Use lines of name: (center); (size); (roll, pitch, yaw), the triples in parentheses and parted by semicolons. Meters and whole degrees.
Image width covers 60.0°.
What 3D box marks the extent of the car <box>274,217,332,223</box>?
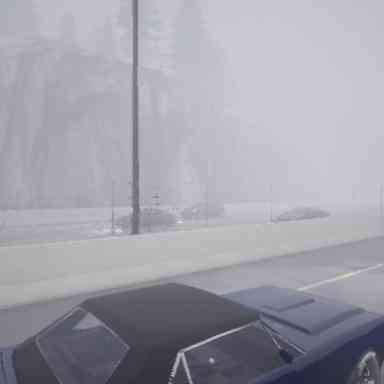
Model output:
car: (8.003, 1.756, 23.734); (5.357, 1.411, 2.033); (0, -1, -42)

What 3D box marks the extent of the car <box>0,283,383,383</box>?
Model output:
car: (0.061, 1.641, 3.246); (4.718, 1.301, 1.895); (0, -1, -37)
